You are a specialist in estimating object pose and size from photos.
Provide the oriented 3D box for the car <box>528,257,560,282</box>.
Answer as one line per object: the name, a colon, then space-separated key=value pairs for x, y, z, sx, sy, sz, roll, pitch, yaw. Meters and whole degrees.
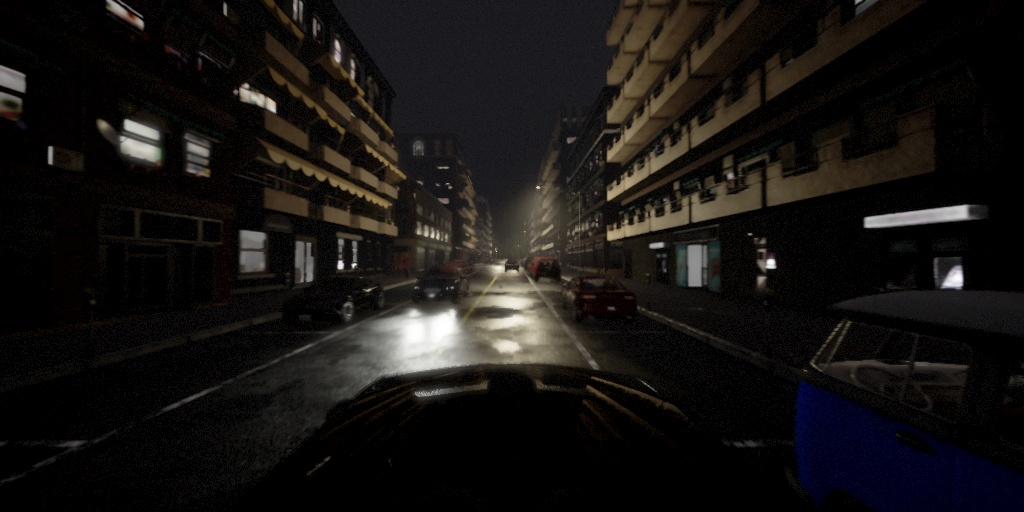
car: x=2.699 y=1.062 z=28.686 sx=2.192 sy=1.841 sz=5.009 roll=0 pitch=0 yaw=0

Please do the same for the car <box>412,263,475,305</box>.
car: x=-3.022 y=1.242 z=16.051 sx=2.128 sy=1.511 sz=4.902 roll=0 pitch=0 yaw=1

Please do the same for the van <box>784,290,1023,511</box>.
van: x=2.691 y=1.091 z=0.831 sx=1.690 sy=1.789 sz=3.998 roll=0 pitch=0 yaw=0

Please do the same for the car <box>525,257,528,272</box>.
car: x=2.701 y=1.062 z=34.256 sx=2.192 sy=1.841 sz=5.009 roll=0 pitch=0 yaw=0

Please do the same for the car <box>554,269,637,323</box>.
car: x=2.695 y=1.294 z=11.972 sx=1.888 sy=1.381 sz=4.507 roll=0 pitch=0 yaw=0

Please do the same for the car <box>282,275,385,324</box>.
car: x=-5.686 y=1.316 z=12.014 sx=1.948 sy=1.339 sz=4.313 roll=0 pitch=0 yaw=0

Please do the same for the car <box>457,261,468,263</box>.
car: x=-5.680 y=1.294 z=34.299 sx=1.888 sy=1.381 sz=4.507 roll=0 pitch=0 yaw=0

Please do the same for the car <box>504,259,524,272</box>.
car: x=0.013 y=1.239 z=44.837 sx=2.128 sy=1.511 sz=4.902 roll=0 pitch=0 yaw=0

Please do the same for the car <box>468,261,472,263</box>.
car: x=-5.678 y=1.331 z=39.870 sx=1.802 sy=1.307 sz=4.207 roll=0 pitch=0 yaw=0
